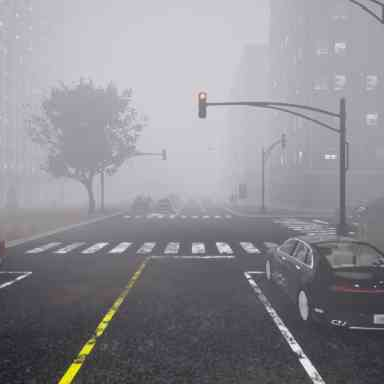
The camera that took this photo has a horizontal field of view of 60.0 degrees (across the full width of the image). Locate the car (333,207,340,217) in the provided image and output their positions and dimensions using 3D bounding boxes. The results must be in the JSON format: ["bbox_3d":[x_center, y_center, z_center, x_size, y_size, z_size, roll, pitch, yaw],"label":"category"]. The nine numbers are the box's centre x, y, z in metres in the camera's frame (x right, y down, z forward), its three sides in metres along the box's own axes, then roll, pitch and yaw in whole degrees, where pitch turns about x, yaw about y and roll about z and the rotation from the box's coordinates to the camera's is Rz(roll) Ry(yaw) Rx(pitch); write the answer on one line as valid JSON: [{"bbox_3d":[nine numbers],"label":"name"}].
[{"bbox_3d":[13.421,1.350,26.267,4.403,1.369,2.008,-1,1,-1],"label":"car"}]

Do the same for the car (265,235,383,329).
[{"bbox_3d":[2.688,1.551,6.859,2.008,1.369,4.403,0,0,0],"label":"car"}]

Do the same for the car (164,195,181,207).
[{"bbox_3d":[-3.103,1.521,48.097,2.128,1.511,4.902,0,0,0],"label":"car"}]

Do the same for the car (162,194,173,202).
[{"bbox_3d":[-5.705,1.386,77.905,2.192,1.841,5.009,0,0,0],"label":"car"}]

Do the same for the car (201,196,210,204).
[{"bbox_3d":[2.678,1.578,67.031,1.752,1.417,4.829,0,0,0],"label":"car"}]

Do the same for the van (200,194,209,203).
[{"bbox_3d":[2.676,1.402,72.385,1.690,1.788,3.998,0,0,0],"label":"van"}]

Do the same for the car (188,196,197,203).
[{"bbox_3d":[0.080,1.602,68.174,2.033,1.411,5.357,0,0,0],"label":"car"}]

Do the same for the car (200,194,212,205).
[{"bbox_3d":[2.679,1.610,61.338,1.947,1.339,4.313,0,0,0],"label":"car"}]

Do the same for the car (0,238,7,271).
[{"bbox_3d":[-5.692,1.545,6.857,1.887,1.381,4.507,0,0,0],"label":"car"}]

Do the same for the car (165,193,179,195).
[{"bbox_3d":[-3.095,1.263,58.675,2.150,2.045,5.566,0,0,-1],"label":"car"}]

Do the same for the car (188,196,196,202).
[{"bbox_3d":[-0.013,1.668,78.852,1.895,1.301,4.718,0,0,0],"label":"car"}]

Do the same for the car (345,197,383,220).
[{"bbox_3d":[13.480,1.151,23.667,4.553,1.767,2.097,-1,0,-1],"label":"car"}]

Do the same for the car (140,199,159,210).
[{"bbox_3d":[-5.699,1.592,44.769,1.947,1.339,4.313,0,0,0],"label":"car"}]

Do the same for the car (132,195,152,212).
[{"bbox_3d":[-5.699,1.336,39.246,2.192,1.841,5.009,0,0,0],"label":"car"}]

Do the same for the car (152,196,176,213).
[{"bbox_3d":[-3.105,1.525,37.890,1.837,1.490,4.892,0,0,0],"label":"car"}]
